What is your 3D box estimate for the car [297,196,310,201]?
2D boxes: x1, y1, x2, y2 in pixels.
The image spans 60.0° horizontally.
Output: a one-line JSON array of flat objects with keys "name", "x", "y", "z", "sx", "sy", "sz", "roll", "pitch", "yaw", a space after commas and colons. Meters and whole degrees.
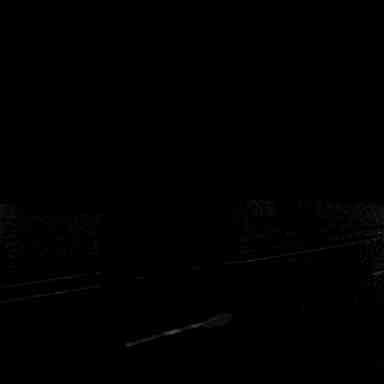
[{"name": "car", "x": 27.285, "y": 1.652, "z": 82.842, "sx": 1.802, "sy": 1.307, "sz": 4.206, "roll": 0, "pitch": 0, "yaw": -36}]

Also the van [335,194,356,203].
[{"name": "van", "x": 33.882, "y": 1.412, "z": 73.600, "sx": 1.690, "sy": 1.788, "sz": 3.998, "roll": 0, "pitch": 0, "yaw": -36}]

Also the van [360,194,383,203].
[{"name": "van", "x": 37.180, "y": 1.414, "z": 68.979, "sx": 1.690, "sy": 1.788, "sz": 3.998, "roll": 0, "pitch": 0, "yaw": -36}]

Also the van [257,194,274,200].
[{"name": "van", "x": 20.690, "y": 1.412, "z": 92.086, "sx": 1.690, "sy": 1.788, "sz": 3.998, "roll": 0, "pitch": 0, "yaw": -36}]

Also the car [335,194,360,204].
[{"name": "car", "x": 30.240, "y": 1.620, "z": 64.025, "sx": 1.802, "sy": 1.307, "sz": 4.206, "roll": 0, "pitch": 0, "yaw": -36}]

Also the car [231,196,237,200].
[{"name": "car", "x": 10.453, "y": 1.587, "z": 91.753, "sx": 2.008, "sy": 1.369, "sz": 4.403, "roll": 0, "pitch": 0, "yaw": -36}]

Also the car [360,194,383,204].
[{"name": "car", "x": 33.540, "y": 1.356, "z": 59.404, "sx": 2.192, "sy": 1.841, "sz": 5.009, "roll": 0, "pitch": 0, "yaw": -36}]
